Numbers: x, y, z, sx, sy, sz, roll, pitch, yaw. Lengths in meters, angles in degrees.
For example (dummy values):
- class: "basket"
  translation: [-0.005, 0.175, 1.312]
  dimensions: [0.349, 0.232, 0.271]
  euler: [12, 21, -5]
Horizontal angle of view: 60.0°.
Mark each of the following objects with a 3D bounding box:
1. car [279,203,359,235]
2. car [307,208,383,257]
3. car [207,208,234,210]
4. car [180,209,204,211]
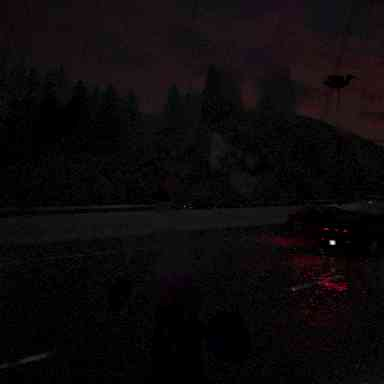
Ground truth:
- class: "car"
  translation: [7.107, 1.467, 17.415]
  dimensions: [5.008, 1.535, 1.882]
  euler: [0, 0, -36]
- class: "car"
  translation: [6.838, 1.496, 12.925]
  dimensions: [4.892, 1.490, 1.837]
  euler: [0, 0, -36]
- class: "car"
  translation: [4.486, 1.486, 37.268]
  dimensions: [4.892, 1.490, 1.837]
  euler: [0, 0, -35]
- class: "car"
  translation: [0.504, 1.486, 38.728]
  dimensions: [4.892, 1.490, 1.837]
  euler: [-1, 0, -35]
